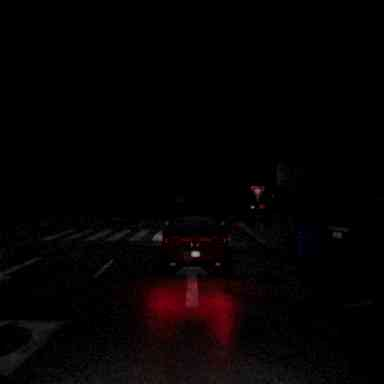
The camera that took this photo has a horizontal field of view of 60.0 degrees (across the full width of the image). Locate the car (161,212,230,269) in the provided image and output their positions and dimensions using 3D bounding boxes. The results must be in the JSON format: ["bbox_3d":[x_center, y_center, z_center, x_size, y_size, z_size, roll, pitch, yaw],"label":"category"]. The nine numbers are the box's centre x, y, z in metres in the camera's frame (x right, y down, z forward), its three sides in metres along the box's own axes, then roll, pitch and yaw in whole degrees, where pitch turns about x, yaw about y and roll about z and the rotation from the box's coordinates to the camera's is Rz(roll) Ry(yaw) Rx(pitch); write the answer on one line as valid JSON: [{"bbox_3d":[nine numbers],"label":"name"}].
[{"bbox_3d":[0.087,1.394,10.844,1.882,1.535,5.008,0,0,0],"label":"car"}]

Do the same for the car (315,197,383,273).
[{"bbox_3d":[6.017,1.167,8.938,5.566,2.045,2.435,1,0,-20],"label":"car"}]

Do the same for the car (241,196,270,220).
[{"bbox_3d":[5.830,1.364,30.535,2.150,2.045,5.566,1,1,16],"label":"car"}]

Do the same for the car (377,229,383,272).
[{"bbox_3d":[5.994,1.481,5.964,4.674,1.452,2.002,1,0,-20],"label":"car"}]
